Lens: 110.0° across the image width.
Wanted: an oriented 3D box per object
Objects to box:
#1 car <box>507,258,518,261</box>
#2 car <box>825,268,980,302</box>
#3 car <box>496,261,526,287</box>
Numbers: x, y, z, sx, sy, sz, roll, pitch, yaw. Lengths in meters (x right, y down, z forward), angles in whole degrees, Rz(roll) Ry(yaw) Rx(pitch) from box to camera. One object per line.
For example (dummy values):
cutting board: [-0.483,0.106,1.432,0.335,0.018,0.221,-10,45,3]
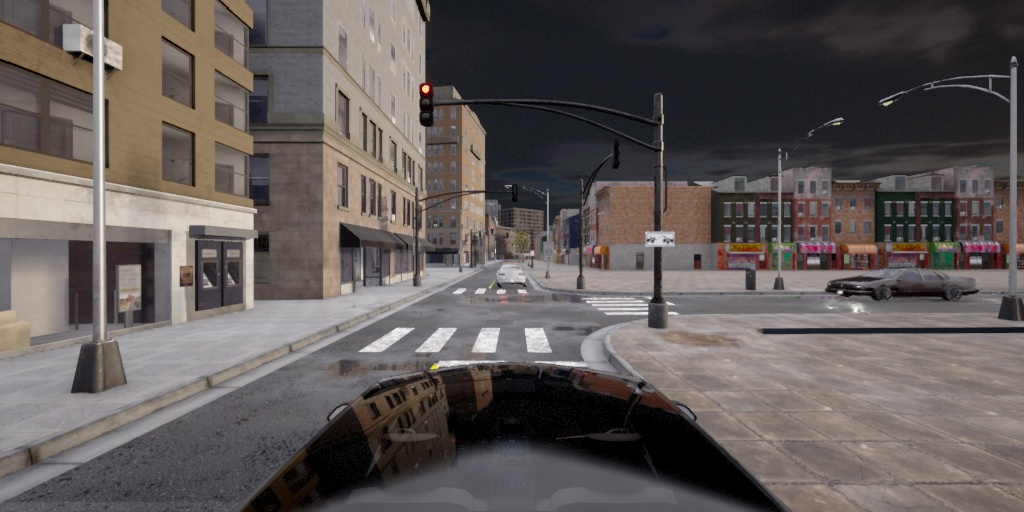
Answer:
car: [0.084,1.112,48.206,2.097,1.767,4.553,0,0,0]
car: [17.296,1.224,15.994,5.357,1.411,2.033,0,0,0]
car: [-0.084,1.277,24.233,1.812,1.442,4.674,-1,0,-2]
